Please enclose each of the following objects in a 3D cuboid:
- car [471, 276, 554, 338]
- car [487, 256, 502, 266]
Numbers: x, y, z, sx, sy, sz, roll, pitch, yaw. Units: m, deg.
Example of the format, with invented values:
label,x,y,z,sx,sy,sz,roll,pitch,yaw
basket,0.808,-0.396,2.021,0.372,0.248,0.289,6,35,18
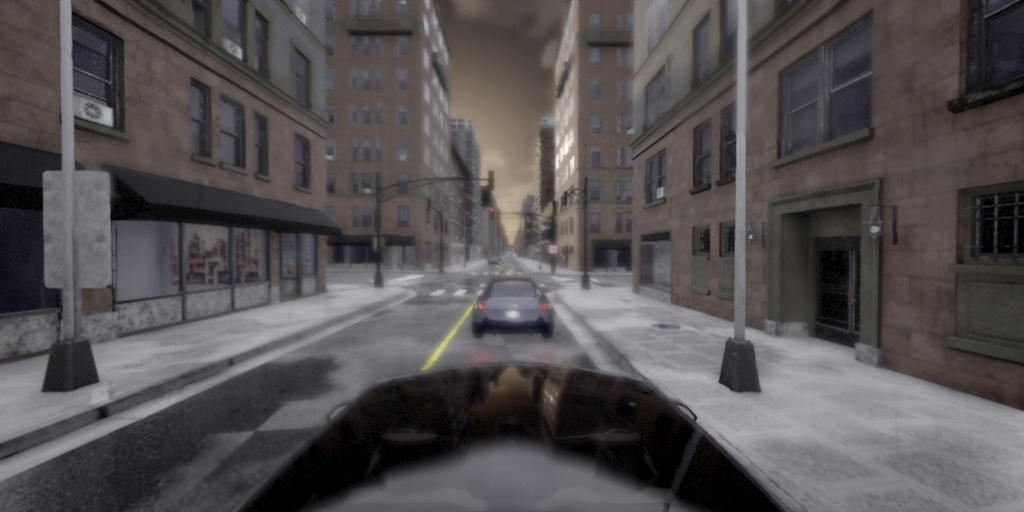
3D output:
label,x,y,z,sx,sy,sz,roll,pitch,yaw
car,0.015,1.247,9.941,1.994,1.385,4.181,0,0,0
car,-3.027,0.862,59.579,1.837,1.490,4.892,0,1,0
